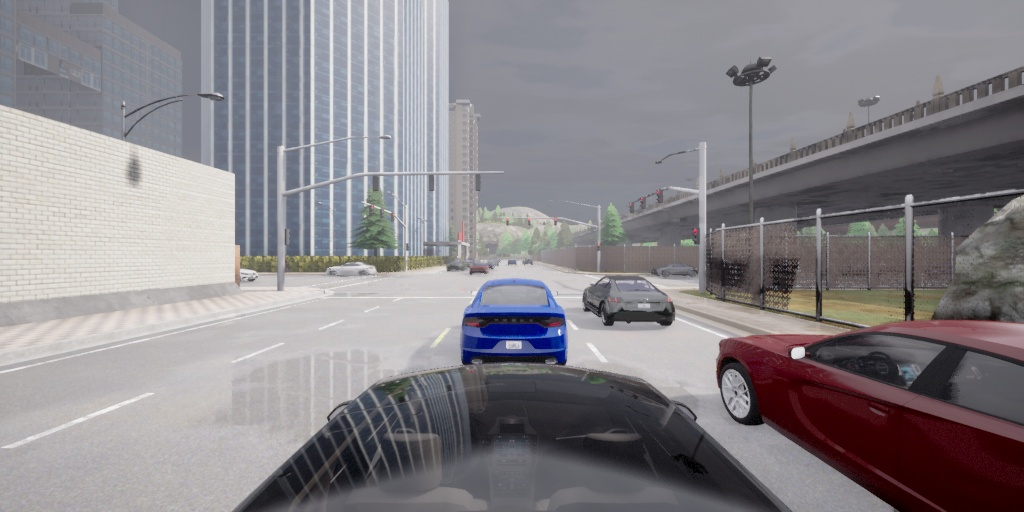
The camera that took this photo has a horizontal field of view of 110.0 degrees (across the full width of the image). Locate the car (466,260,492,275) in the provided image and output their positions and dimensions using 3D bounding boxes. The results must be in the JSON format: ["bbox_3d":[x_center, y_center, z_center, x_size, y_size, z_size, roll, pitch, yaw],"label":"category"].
[{"bbox_3d":[-3.586,1.377,39.460,1.895,1.301,4.718,0,0,0],"label":"car"}]

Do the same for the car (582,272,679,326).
[{"bbox_3d":[3.577,1.314,11.689,1.994,1.385,4.181,0,0,0],"label":"car"}]

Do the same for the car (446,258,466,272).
[{"bbox_3d":[-7.115,1.102,46.250,2.097,1.767,4.553,0,0,1],"label":"car"}]

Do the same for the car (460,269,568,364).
[{"bbox_3d":[0.055,1.228,8.029,1.882,1.535,5.008,0,0,1],"label":"car"}]

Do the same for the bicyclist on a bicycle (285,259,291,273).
[{"bbox_3d":[-25.289,1.106,40.160,0.582,1.620,1.656,0,0,0],"label":"bicyclist on a bicycle"}]

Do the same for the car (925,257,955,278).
[{"bbox_3d":[40.481,1.027,31.976,5.566,2.045,2.150,0,0,0],"label":"car"}]

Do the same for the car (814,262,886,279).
[{"bbox_3d":[29.773,1.406,31.974,4.718,1.301,1.895,0,0,0],"label":"car"}]

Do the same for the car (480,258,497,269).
[{"bbox_3d":[-3.578,1.351,51.262,1.895,1.301,4.718,0,0,0],"label":"car"}]

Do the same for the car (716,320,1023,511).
[{"bbox_3d":[3.602,1.228,2.695,1.882,1.535,5.008,0,0,0],"label":"car"}]

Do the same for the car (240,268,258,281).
[{"bbox_3d":[-22.630,1.331,28.203,4.674,1.442,1.812,0,0,0],"label":"car"}]

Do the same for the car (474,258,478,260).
[{"bbox_3d":[-7.063,1.312,58.067,1.994,1.385,4.181,0,0,0],"label":"car"}]

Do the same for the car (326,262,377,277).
[{"bbox_3d":[-16.026,1.332,35.849,4.674,1.442,1.812,0,0,-5],"label":"car"}]

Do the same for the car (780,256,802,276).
[{"bbox_3d":[25.383,1.027,35.475,5.566,2.045,2.150,0,0,-1],"label":"car"}]

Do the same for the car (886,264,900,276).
[{"bbox_3d":[35.561,1.331,35.472,4.674,1.442,1.812,0,0,0],"label":"car"}]

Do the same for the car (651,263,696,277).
[{"bbox_3d":[16.026,1.369,35.453,4.181,1.385,1.994,0,0,0],"label":"car"}]

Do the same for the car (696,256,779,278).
[{"bbox_3d":[20.004,1.027,31.957,5.566,2.045,2.150,0,0,0],"label":"car"}]
